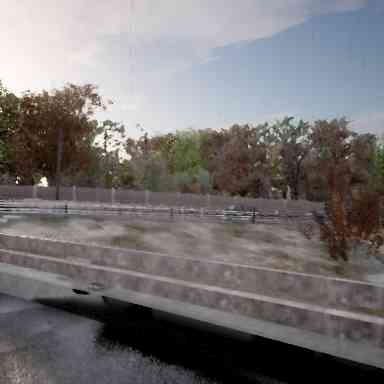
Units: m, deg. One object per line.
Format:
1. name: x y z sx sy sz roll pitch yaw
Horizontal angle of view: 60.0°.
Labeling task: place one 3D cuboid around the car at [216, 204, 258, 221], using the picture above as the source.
1. car: 5.803 2.591 42.691 5.566 2.045 2.150 4 -1 -24
